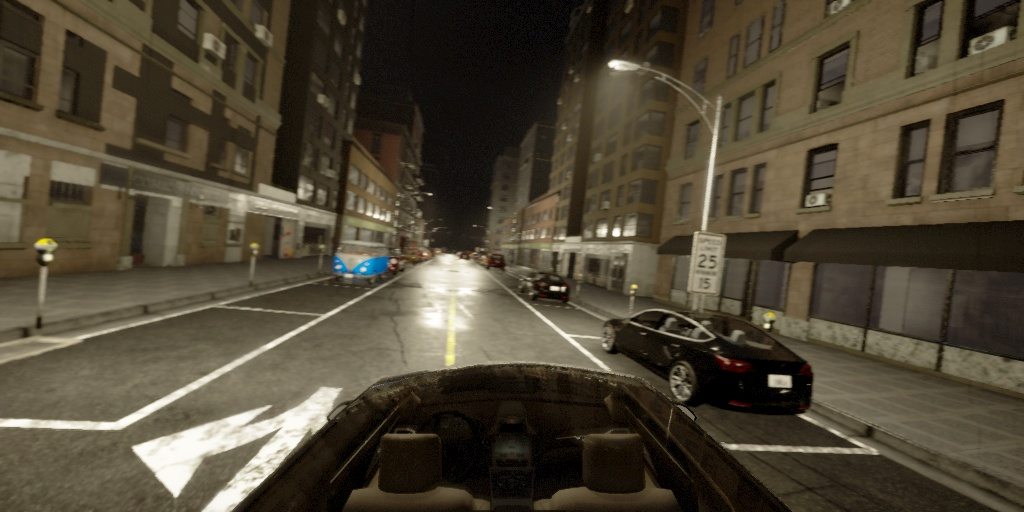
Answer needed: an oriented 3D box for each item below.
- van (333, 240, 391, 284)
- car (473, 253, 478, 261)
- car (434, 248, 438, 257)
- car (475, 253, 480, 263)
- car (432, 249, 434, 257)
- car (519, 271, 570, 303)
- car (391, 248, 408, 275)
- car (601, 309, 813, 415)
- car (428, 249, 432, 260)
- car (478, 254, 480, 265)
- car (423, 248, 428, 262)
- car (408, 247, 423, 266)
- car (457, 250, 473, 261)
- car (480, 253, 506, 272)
[{"bbox_3d":[-6.883,0.213,16.381,1.690,1.789,3.998,0,0,-9],"label":"van"},{"bbox_3d":[-4.545,0.528,55.721,1.888,1.381,4.507,0,0,-9],"label":"car"},{"bbox_3d":[-13.769,-0.556,59.800,1.888,1.381,4.507,0,0,-9],"label":"car"},{"bbox_3d":[-3.684,0.650,50.293,2.007,1.370,4.403,0,0,-9],"label":"car"},{"bbox_3d":[-12.019,-0.342,48.777,1.751,1.417,4.829,0,0,-9],"label":"car"},{"bbox_3d":[1.480,1.406,17.729,1.948,1.339,4.313,0,0,-9],"label":"car"},{"bbox_3d":[-7.743,0.185,21.808,1.967,1.591,4.097,0,0,-9],"label":"car"},{"bbox_3d":[3.200,1.665,6.874,1.948,1.339,4.313,0,0,-9],"label":"car"},{"bbox_3d":[-11.185,-0.309,43.518,1.967,1.591,4.097,0,0,-9],"label":"car"},{"bbox_3d":[-2.850,0.744,45.034,1.751,1.417,4.829,0,0,-9],"label":"car"},{"bbox_3d":[-10.324,-0.046,38.090,1.802,1.307,4.207,0,0,-9],"label":"car"},{"bbox_3d":[-9.437,0.020,32.495,1.751,1.417,4.829,0,0,-9],"label":"car"},{"bbox_3d":[-8.236,0.057,62.009,1.812,1.442,4.674,7,0,-9],"label":"car"},{"bbox_3d":[-1.961,0.654,39.439,2.192,1.841,5.009,0,0,-9],"label":"car"}]
